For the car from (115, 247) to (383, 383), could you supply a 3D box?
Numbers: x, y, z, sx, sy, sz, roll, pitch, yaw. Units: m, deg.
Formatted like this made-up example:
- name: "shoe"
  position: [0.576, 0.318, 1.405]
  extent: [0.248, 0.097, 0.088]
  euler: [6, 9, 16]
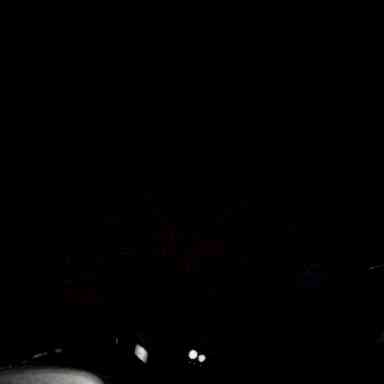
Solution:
- name: "car"
  position: [1.069, 1.562, 4.766]
  extent: [4.181, 1.385, 1.994]
  euler: [0, 0, -36]
